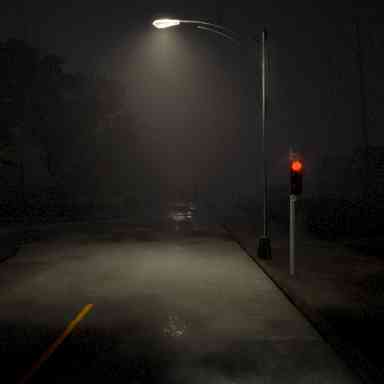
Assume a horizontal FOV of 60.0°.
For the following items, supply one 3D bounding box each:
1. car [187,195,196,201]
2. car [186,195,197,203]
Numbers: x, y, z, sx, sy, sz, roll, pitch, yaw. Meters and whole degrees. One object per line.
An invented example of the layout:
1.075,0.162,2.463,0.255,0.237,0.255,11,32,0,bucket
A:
-0.084,1.427,77.535,1.895,1.301,4.718,0,0,0,car
-0.073,1.525,67.501,1.812,1.442,4.674,0,0,0,car
